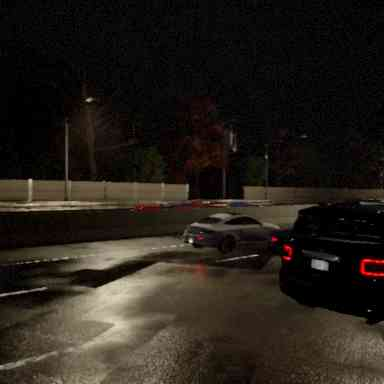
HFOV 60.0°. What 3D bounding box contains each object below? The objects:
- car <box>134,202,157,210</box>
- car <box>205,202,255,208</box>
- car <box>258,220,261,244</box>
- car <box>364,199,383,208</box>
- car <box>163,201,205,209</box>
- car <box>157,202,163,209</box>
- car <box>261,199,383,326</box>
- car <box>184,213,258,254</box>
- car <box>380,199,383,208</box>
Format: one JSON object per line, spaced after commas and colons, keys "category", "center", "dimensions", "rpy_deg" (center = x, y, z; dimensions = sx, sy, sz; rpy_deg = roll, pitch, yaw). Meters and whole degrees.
{"category": "car", "center": [-3.850, 1.776, 35.939], "dimensions": [4.718, 1.301, 1.895], "rpy_deg": [0, 0, -36]}
{"category": "car", "center": [3.841, 1.629, 28.558], "dimensions": [5.008, 1.535, 1.882], "rpy_deg": [0, 0, -36]}
{"category": "car", "center": [5.043, 1.616, 11.831], "dimensions": [5.357, 1.411, 2.033], "rpy_deg": [0, 0, -36]}
{"category": "car", "center": [31.879, 1.943, 57.717], "dimensions": [4.181, 1.385, 1.994], "rpy_deg": [0, 0, -36]}
{"category": "car", "center": [0.262, 1.632, 30.274], "dimensions": [5.008, 1.535, 1.882], "rpy_deg": [0, 0, -36]}
{"category": "car", "center": [-0.940, 1.733, 33.730], "dimensions": [4.181, 1.385, 1.994], "rpy_deg": [0, 0, -36]}
{"category": "car", "center": [4.189, 1.263, 6.858], "dimensions": [5.566, 2.045, 2.150], "rpy_deg": [0, 0, -36]}
{"category": "car", "center": [1.825, 1.599, 13.805], "dimensions": [4.674, 1.442, 1.812], "rpy_deg": [0, 0, -36]}
{"category": "car", "center": [32.764, 1.868, 54.043], "dimensions": [4.892, 1.490, 1.837], "rpy_deg": [0, 0, -36]}
